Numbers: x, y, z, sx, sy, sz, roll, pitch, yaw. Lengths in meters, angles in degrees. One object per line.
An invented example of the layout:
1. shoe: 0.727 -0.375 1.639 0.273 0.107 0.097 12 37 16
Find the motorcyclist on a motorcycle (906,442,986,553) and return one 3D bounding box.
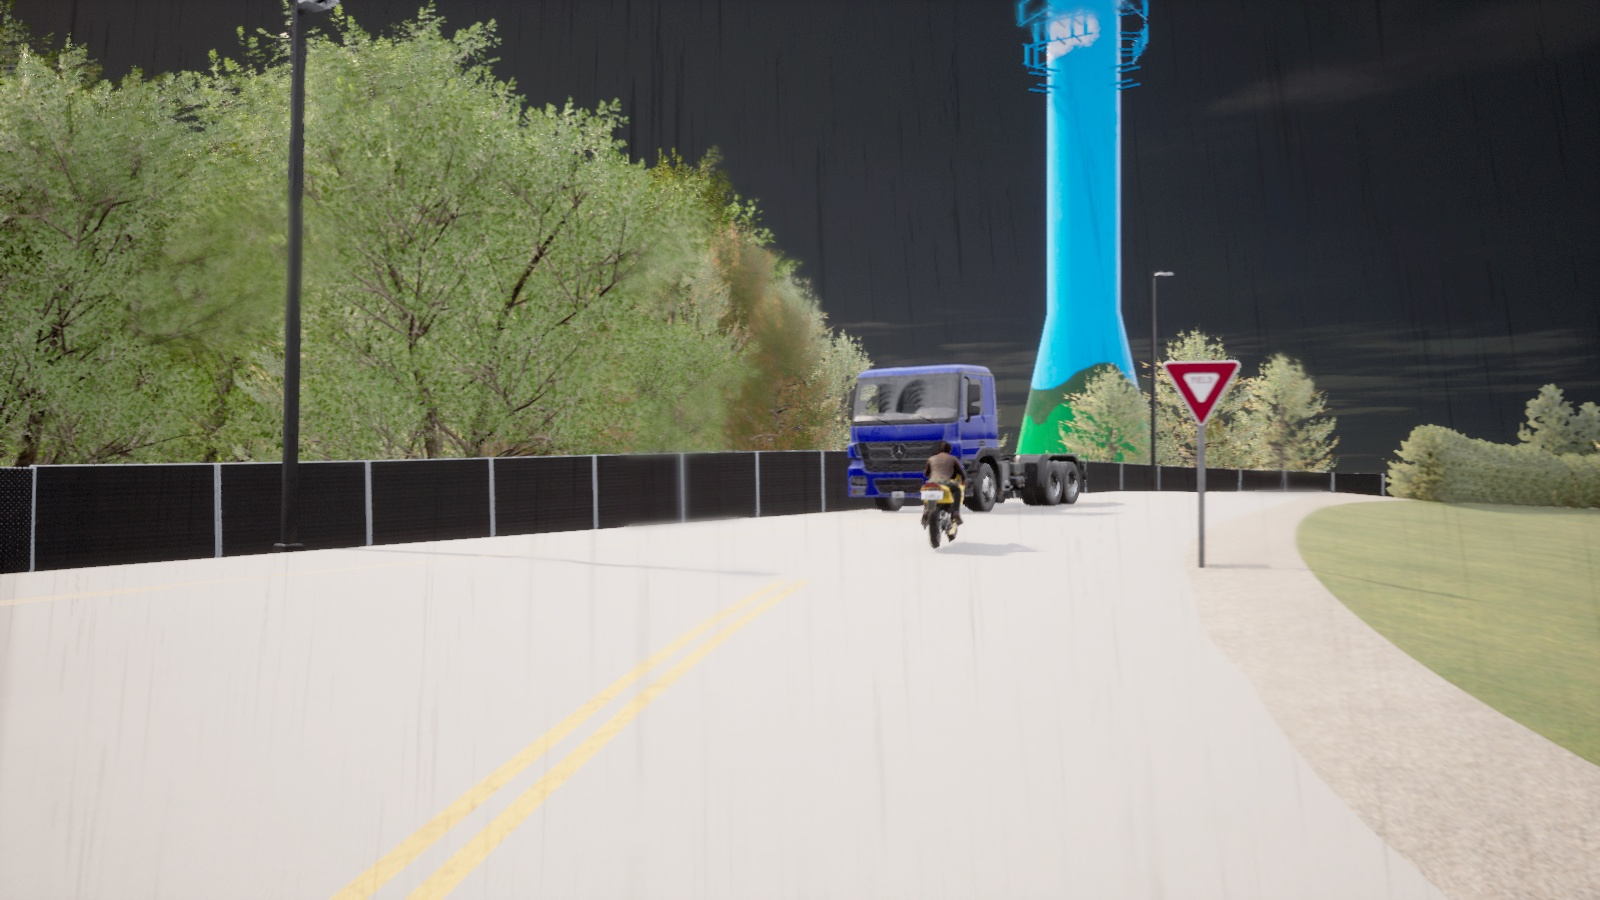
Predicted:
1. motorcyclist on a motorcycle: 2.145 0.644 18.232 0.797 1.523 2.044 0 0 17

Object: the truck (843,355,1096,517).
1. truck: 4.425 -0.278 30.898 2.891 3.462 7.936 -1 -1 34
